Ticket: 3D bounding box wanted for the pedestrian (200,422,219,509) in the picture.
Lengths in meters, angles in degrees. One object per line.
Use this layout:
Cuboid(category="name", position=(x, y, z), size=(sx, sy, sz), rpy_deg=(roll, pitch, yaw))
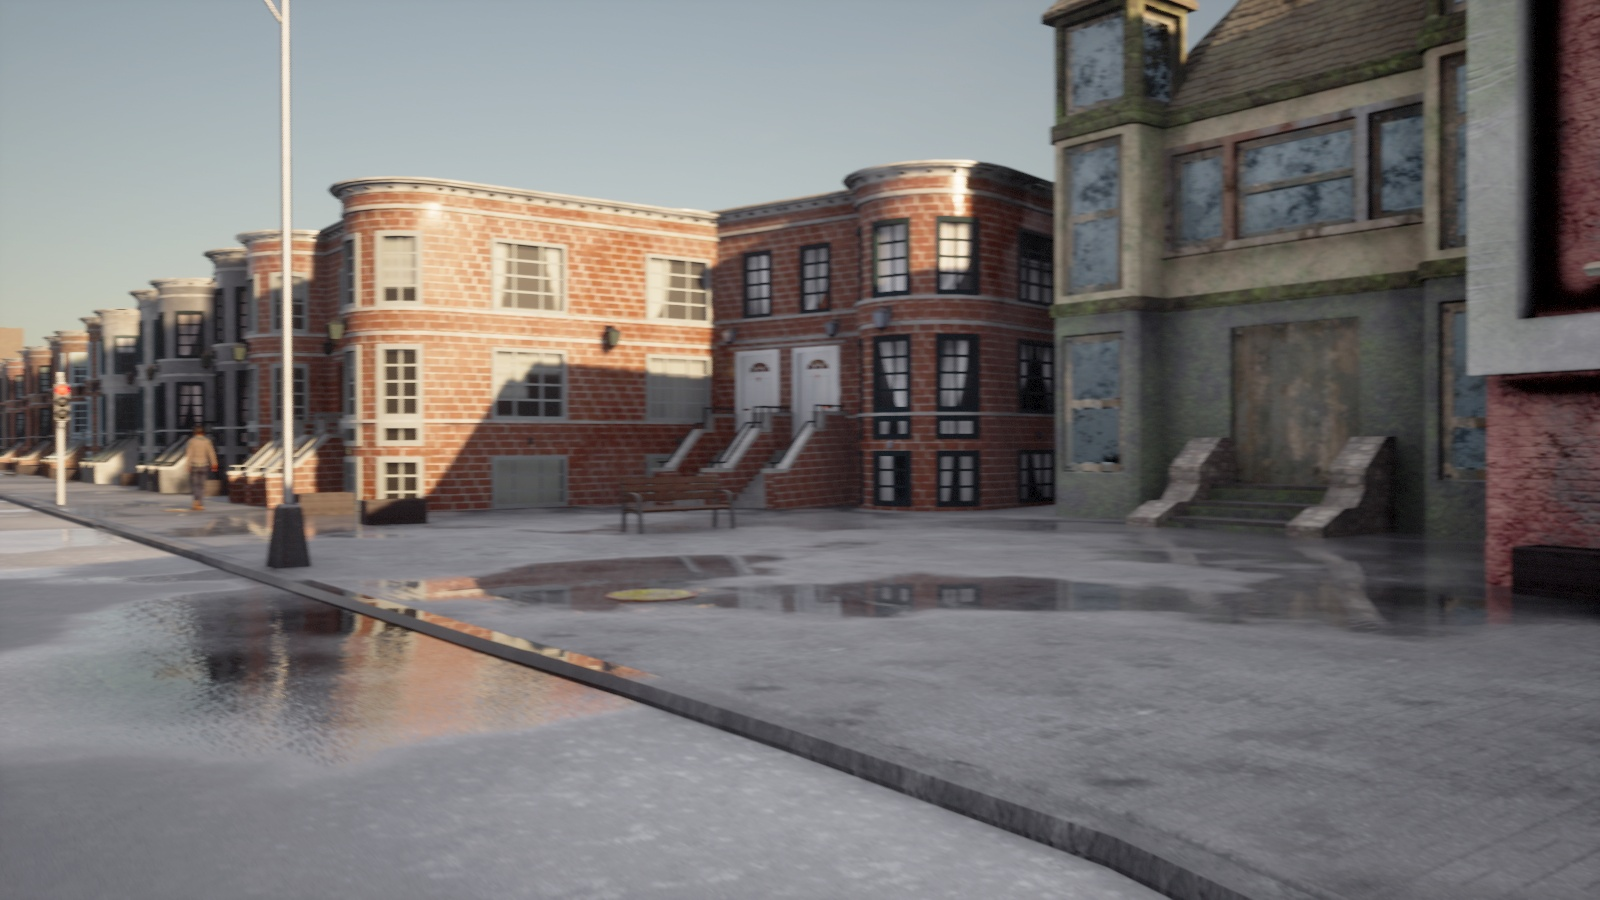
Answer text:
Cuboid(category="pedestrian", position=(-12.494, 0.324, 26.567), size=(0.328, 1.805, 0.869), rpy_deg=(0, 0, -28))
